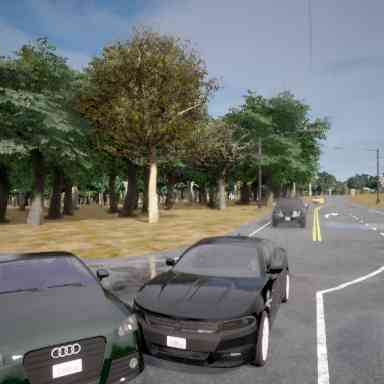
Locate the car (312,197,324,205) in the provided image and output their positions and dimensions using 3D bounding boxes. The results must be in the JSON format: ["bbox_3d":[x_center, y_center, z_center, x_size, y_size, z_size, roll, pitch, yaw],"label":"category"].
[{"bbox_3d":[24.557,1.668,64.808,1.882,1.535,5.008,-1,0,28],"label":"car"}]

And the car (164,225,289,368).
[{"bbox_3d":[0.714,1.613,6.320,1.882,1.535,5.008,-1,-2,21],"label":"car"}]

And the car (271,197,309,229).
[{"bbox_3d":[7.086,1.410,23.959,2.150,2.045,5.566,-1,-1,20],"label":"car"}]

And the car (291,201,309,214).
[{"bbox_3d":[13.096,1.821,40.151,1.895,1.301,4.718,-1,0,21],"label":"car"}]

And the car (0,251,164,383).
[{"bbox_3d":[-2.328,1.643,5.014,1.994,1.385,4.181,1,-2,-33],"label":"car"}]
